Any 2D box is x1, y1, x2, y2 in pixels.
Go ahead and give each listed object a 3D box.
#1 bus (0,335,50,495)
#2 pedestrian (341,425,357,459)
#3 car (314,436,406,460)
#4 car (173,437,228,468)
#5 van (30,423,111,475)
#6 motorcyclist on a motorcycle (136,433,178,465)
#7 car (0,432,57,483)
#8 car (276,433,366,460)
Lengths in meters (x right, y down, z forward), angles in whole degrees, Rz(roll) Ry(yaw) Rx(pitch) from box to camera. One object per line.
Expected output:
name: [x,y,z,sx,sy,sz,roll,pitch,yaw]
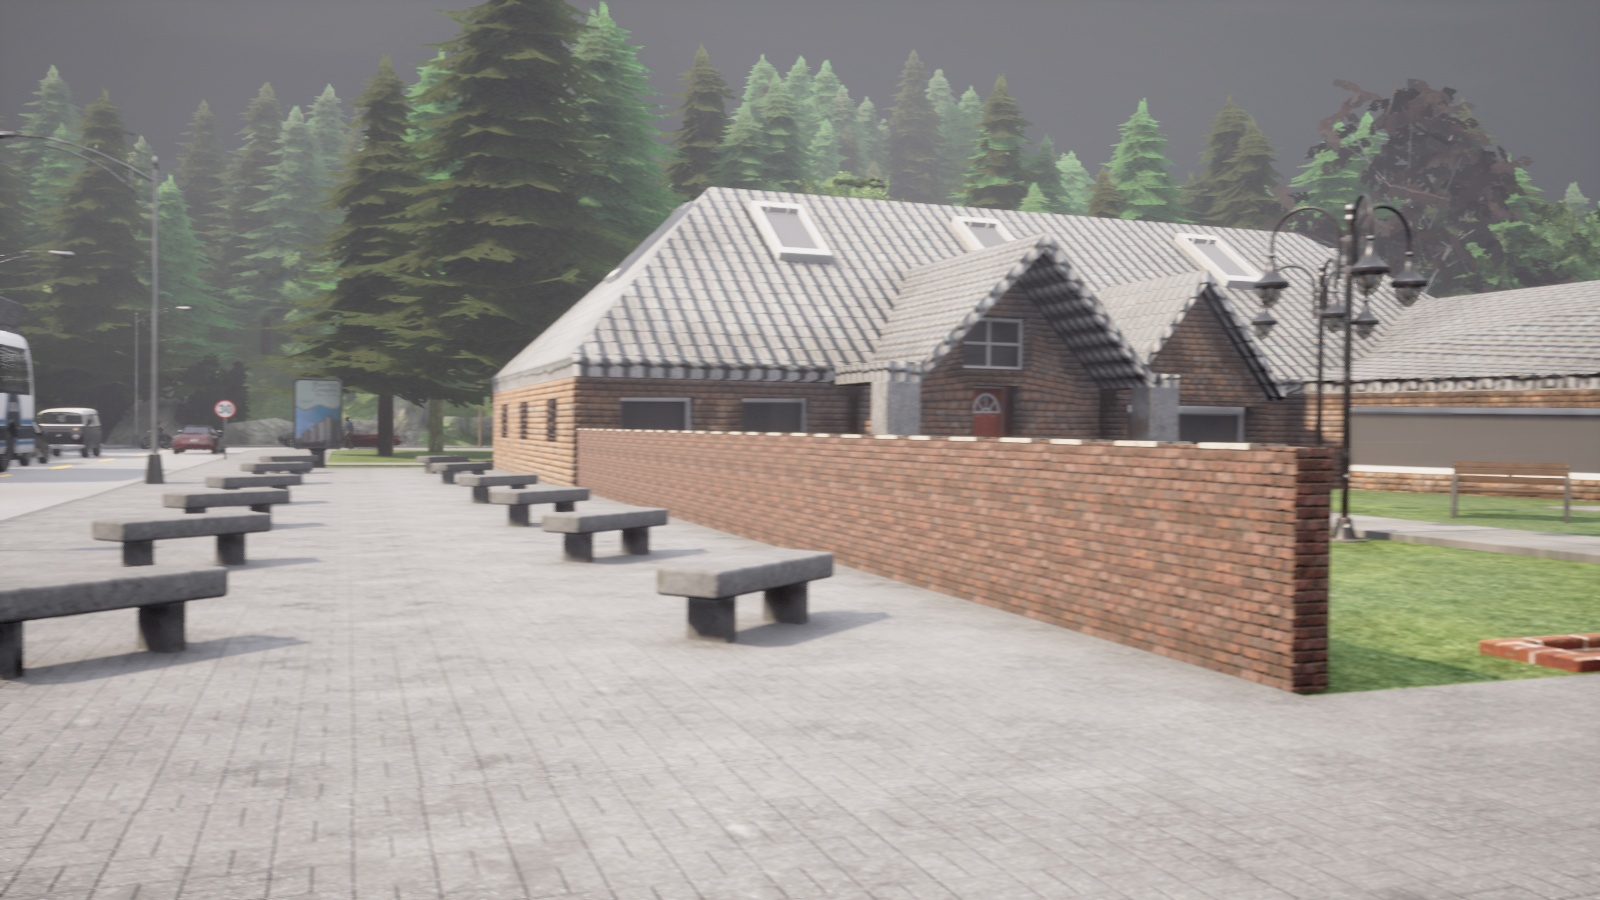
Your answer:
bus: [-23.385,-0.924,33.406,3.944,4.253,10.273,-1,1,-20]
pedestrian: [-24.348,-0.432,67.827,0.726,1.835,0.370,-2,1,-45]
car: [-25.556,-0.120,73.052,4.718,1.301,1.895,-1,1,-34]
car: [-28.925,0.094,60.687,1.994,1.385,4.181,-1,1,-20]
van: [-29.929,-0.079,51.645,2.069,2.038,4.480,-1,1,-20]
motorcyclist on a motorcycle: [-34.287,-0.072,66.961,0.766,1.649,2.350,1,1,8]
car: [-26.608,0.225,42.423,1.851,1.617,3.988,-1,1,-20]
car: [-28.863,-0.232,75.707,4.792,1.488,2.163,-1,1,-30]
